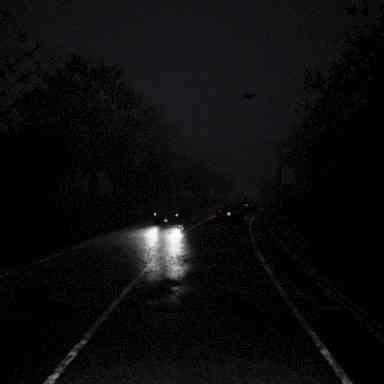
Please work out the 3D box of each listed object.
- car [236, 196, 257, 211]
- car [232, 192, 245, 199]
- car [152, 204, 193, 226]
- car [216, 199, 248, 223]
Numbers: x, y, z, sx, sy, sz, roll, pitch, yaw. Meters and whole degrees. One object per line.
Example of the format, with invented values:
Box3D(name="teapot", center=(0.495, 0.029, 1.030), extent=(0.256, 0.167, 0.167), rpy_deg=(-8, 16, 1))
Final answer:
Box3D(name="car", center=(7.017, 1.543, 41.458), extent=(1.994, 1.385, 4.181), rpy_deg=(1, 0, 15))
Box3D(name="car", center=(8.913, 1.120, 63.087), extent=(2.150, 2.045, 5.566), rpy_deg=(1, 0, 13))
Box3D(name="car", center=(-1.258, 1.510, 23.230), extent=(1.895, 1.301, 4.718), rpy_deg=(1, 0, 11))
Box3D(name="car", center=(3.033, 1.535, 25.637), extent=(1.994, 1.385, 4.181), rpy_deg=(1, 0, 12))
